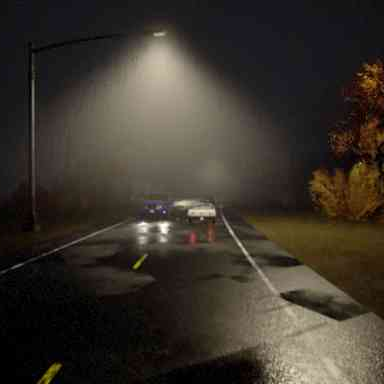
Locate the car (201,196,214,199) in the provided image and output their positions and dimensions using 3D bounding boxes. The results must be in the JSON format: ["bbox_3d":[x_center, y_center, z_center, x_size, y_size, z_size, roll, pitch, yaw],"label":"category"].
[{"bbox_3d":[1.923,1.210,41.122,2.128,1.511,4.902,0,0,5],"label":"car"}]

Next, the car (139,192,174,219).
[{"bbox_3d":[-2.760,1.039,26.984,2.150,2.045,5.566,0,0,4],"label":"car"}]

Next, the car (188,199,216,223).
[{"bbox_3d":[0.758,1.438,23.958,1.895,1.301,4.718,0,0,3],"label":"car"}]
